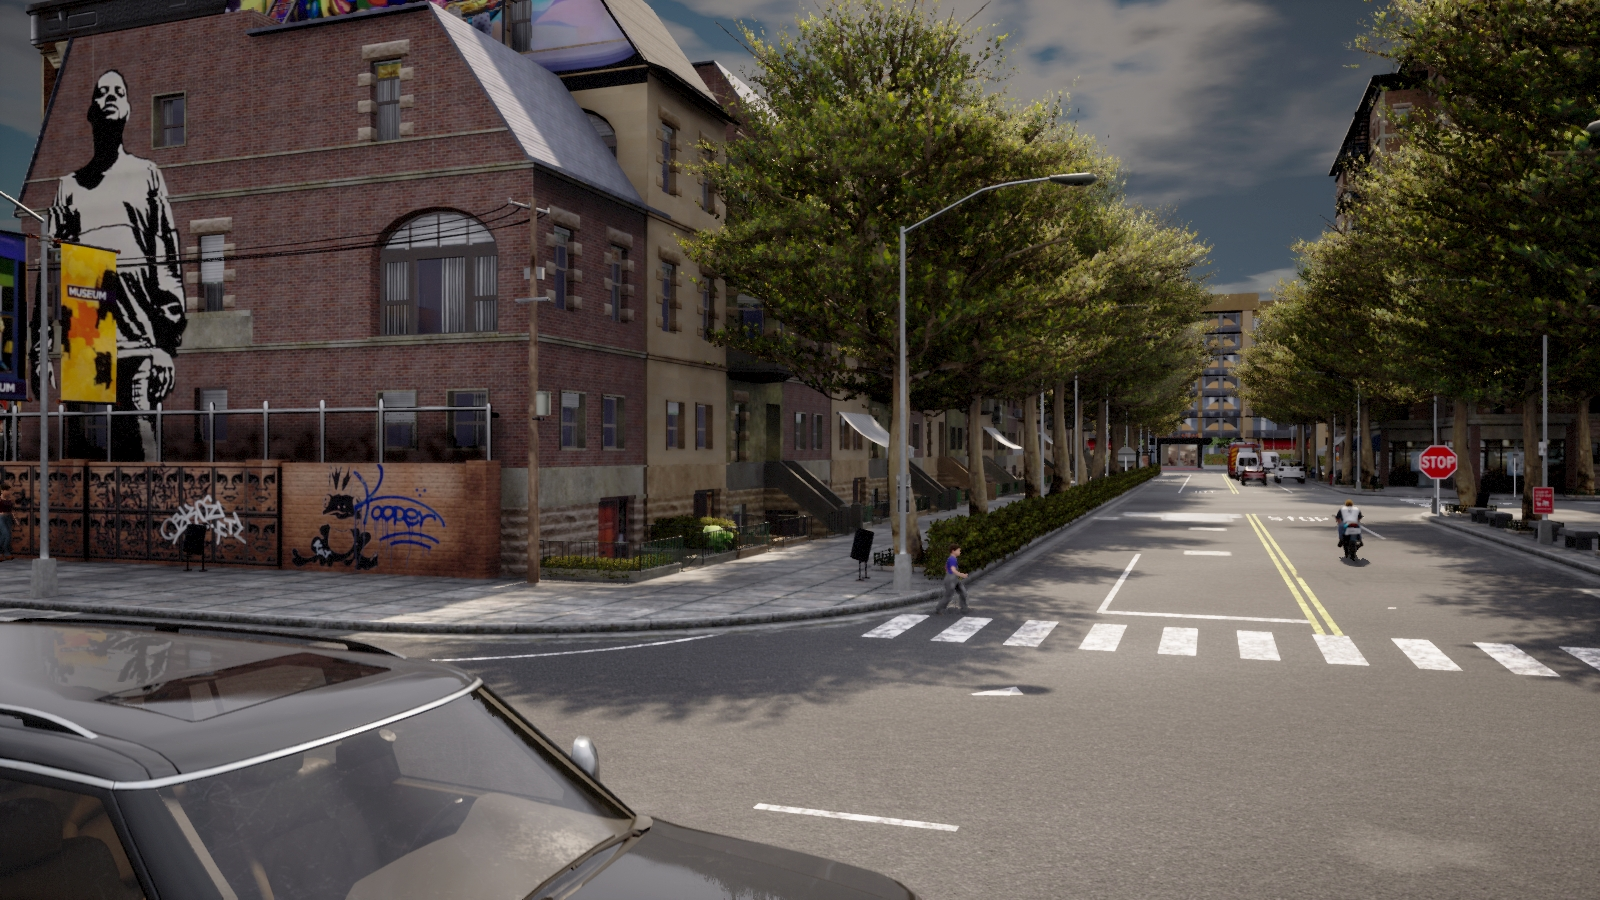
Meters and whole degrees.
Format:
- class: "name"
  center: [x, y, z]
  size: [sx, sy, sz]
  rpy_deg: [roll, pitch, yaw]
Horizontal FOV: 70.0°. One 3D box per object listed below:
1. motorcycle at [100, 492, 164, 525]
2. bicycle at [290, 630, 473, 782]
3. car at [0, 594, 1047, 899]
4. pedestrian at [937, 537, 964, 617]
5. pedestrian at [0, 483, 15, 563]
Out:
- class: "motorcycle"
  center: [-25.431, 2.227, 43.537]
  size: [0.803, 1.145, 2.033]
  rpy_deg: [0, 0, 20]
- class: "bicycle"
  center: [-3.734, 2.259, 10.285]
  size: [1.487, 1.080, 0.859]
  rpy_deg: [0, 0, -18]
- class: "car"
  center: [-2.100, 1.777, 4.031]
  size: [5.566, 2.045, 2.150]
  rpy_deg: [0, 0, 20]
- class: "pedestrian"
  center: [2.542, 2.131, 19.262]
  size: [0.375, 1.300, 0.375]
  rpy_deg: [0, 0, 20]
- class: "pedestrian"
  center: [-18.840, 1.706, 26.966]
  size: [0.375, 1.860, 0.375]
  rpy_deg: [0, 0, 9]
